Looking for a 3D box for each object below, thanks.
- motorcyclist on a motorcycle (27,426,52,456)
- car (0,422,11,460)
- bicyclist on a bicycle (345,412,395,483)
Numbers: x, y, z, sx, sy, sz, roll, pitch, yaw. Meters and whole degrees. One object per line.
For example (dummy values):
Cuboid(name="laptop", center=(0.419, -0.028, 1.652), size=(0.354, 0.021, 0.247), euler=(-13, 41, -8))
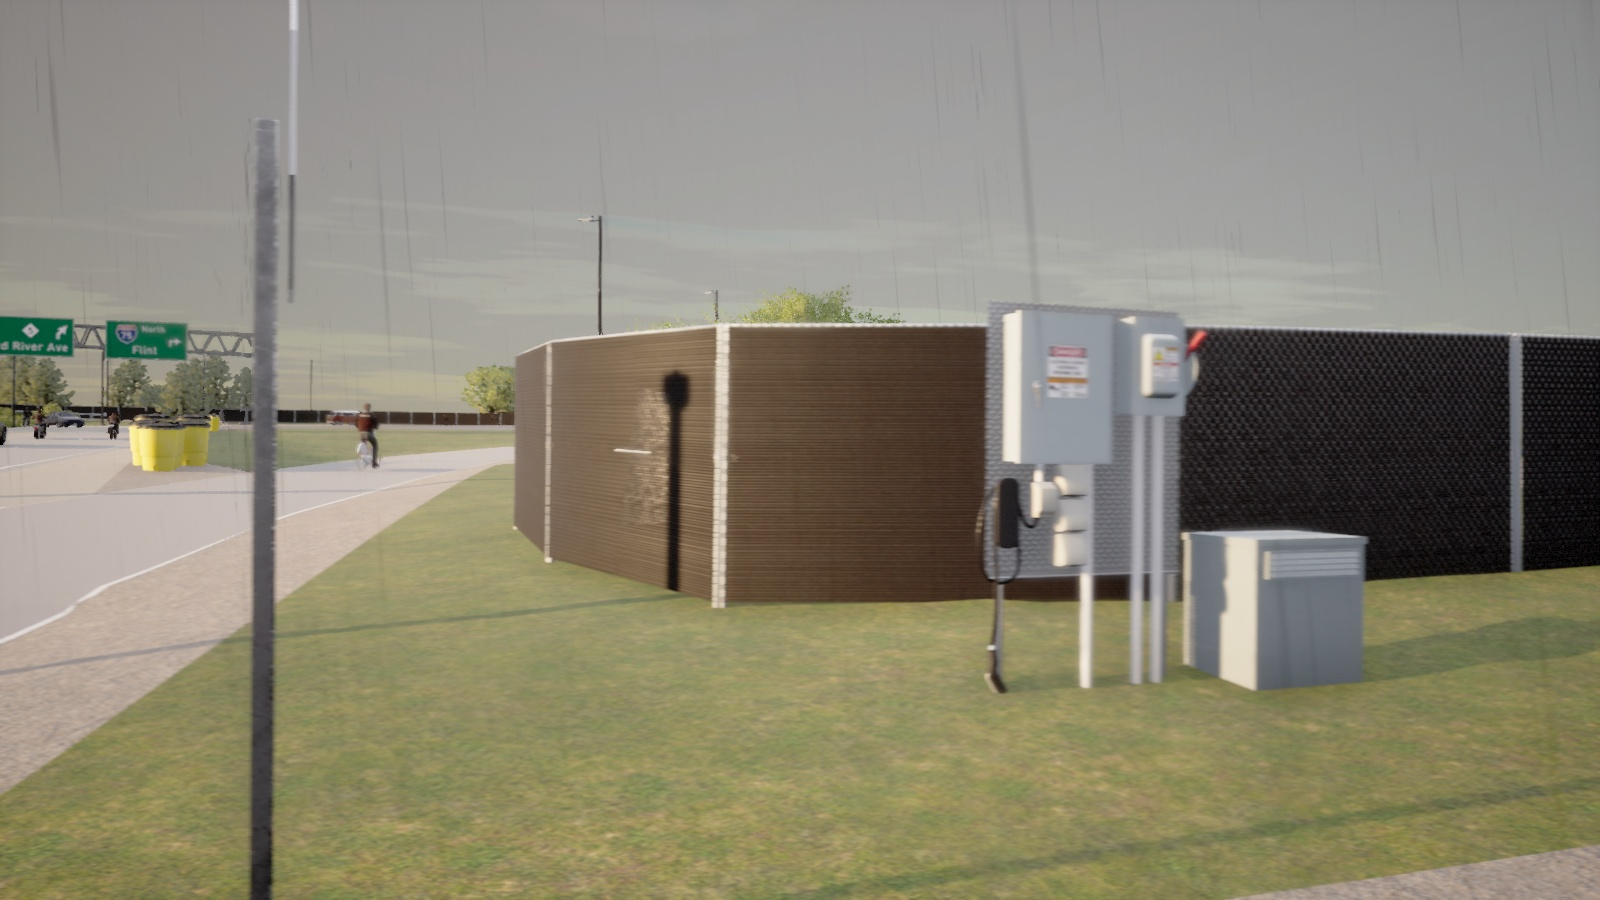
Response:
Cuboid(name="motorcyclist on a motorcycle", center=(-41.602, -0.508, 68.733), size=(0.766, 1.649, 2.350), euler=(-1, 1, -22))
Cuboid(name="car", center=(-35.648, -0.377, 53.872), size=(2.152, 1.651, 5.027), euler=(-1, 1, -22))
Cuboid(name="bicyclist on a bicycle", center=(-11.163, -0.094, 32.683), size=(0.659, 1.776, 1.843), euler=(-1, 2, -1))
